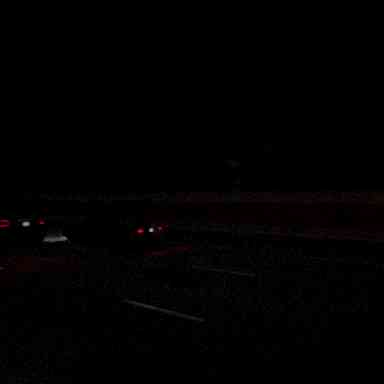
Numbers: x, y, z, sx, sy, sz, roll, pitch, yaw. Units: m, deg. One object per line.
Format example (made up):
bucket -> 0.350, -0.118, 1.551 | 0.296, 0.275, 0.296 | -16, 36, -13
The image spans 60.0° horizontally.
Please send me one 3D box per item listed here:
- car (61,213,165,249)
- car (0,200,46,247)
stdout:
car -> -3.724, 1.660, 15.270 | 5.357, 1.411, 2.033 | -1, 0, 36
car -> -8.628, 1.364, 14.487 | 5.566, 2.045, 2.150 | -1, 0, 36
